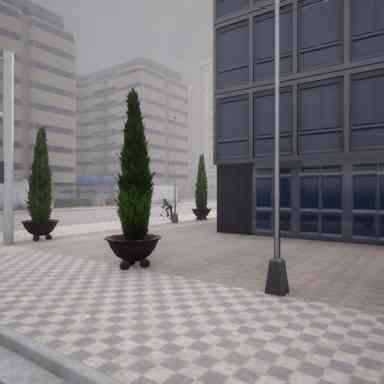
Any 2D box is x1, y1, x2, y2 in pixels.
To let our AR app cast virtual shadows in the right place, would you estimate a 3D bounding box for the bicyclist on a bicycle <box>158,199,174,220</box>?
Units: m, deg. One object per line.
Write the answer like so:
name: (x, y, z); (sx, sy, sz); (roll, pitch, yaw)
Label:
bicyclist on a bicycle: (-1.999, 1.356, 25.879); (1.656, 1.620, 0.582); (0, 0, 35)
